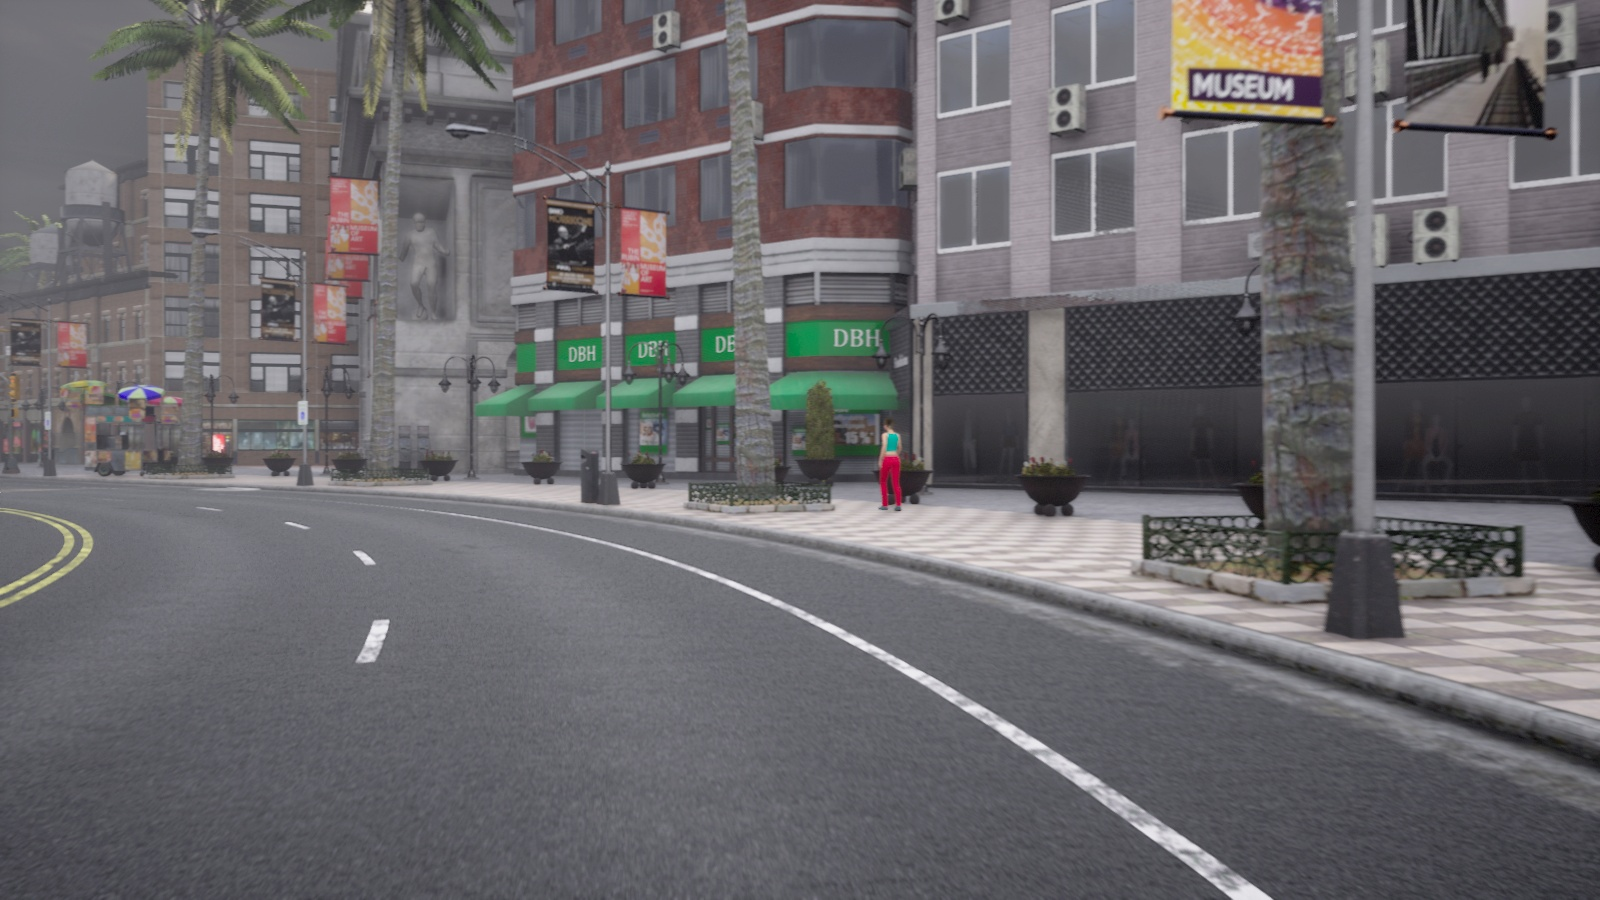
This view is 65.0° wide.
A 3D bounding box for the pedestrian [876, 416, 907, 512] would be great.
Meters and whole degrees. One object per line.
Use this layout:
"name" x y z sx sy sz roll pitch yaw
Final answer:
"pedestrian" 1.782 0.265 24.402 0.345 1.836 0.594 0 0 -26
